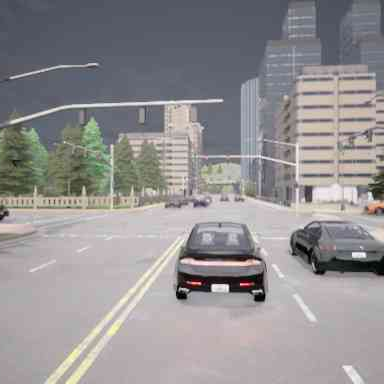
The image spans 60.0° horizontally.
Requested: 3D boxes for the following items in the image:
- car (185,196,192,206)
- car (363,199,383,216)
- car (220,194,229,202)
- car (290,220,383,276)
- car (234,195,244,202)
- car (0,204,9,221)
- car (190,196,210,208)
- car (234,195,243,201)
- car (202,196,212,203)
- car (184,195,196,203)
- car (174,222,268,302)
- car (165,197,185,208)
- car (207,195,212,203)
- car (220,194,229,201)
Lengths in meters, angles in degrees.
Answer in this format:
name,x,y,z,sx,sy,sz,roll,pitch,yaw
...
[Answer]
name,x,y,z,sx,sy,sz,roll,pitch,yaw
car,-1.644,1.544,55.715,2.033,1.411,5.357,0,0,6
car,19.151,1.350,32.135,4.553,1.767,2.097,0,0,7
car,7.544,1.545,77.419,1.994,1.385,4.181,0,0,5
car,4.393,1.563,10.413,1.994,1.385,4.181,0,0,5
car,10.935,1.586,76.114,1.895,1.301,4.718,0,0,5
car,-16.618,1.221,24.730,5.566,2.045,2.150,0,0,7
car,1.255,1.598,49.309,1.895,1.301,4.718,0,0,5
car,11.821,1.532,85.420,2.033,1.411,5.357,0,0,5
car,3.186,1.502,68.636,1.837,1.490,4.892,0,0,6
car,-0.374,1.473,68.246,1.882,1.535,5.008,0,0,6
car,0.702,1.491,8.303,2.128,1.511,4.902,0,0,5
car,-2.527,1.561,46.515,1.994,1.385,4.181,0,0,5
car,2.142,1.597,58.430,1.895,1.301,4.718,0,0,6
car,8.334,1.348,85.722,2.097,1.767,4.553,0,0,5
